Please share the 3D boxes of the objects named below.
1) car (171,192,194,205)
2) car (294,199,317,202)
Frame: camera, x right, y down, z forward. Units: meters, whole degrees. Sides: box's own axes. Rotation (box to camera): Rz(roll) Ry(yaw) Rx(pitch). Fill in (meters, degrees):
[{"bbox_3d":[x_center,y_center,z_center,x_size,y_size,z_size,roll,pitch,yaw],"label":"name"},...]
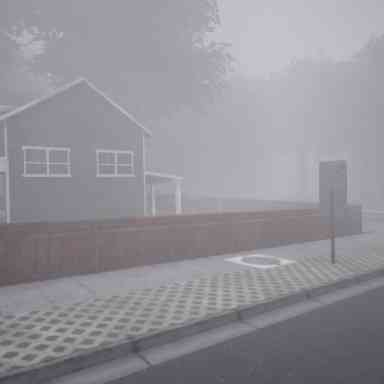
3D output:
[{"bbox_3d":[-1.044,0.784,43.196,2.128,1.511,4.902,-2,3,-36],"label":"car"},{"bbox_3d":[9.740,1.282,28.178,1.994,1.385,4.181,-2,2,-35],"label":"car"}]
